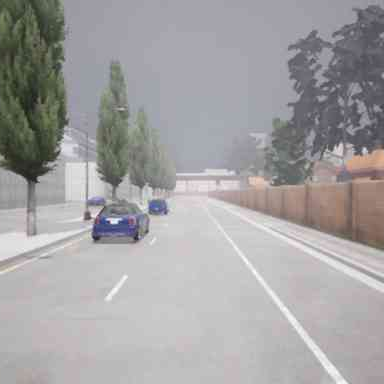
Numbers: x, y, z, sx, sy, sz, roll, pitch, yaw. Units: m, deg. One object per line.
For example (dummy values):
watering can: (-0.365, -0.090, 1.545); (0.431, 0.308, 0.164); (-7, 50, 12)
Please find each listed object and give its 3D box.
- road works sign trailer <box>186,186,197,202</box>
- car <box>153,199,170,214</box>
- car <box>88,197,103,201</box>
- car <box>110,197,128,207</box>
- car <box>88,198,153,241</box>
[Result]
road works sign trailer: (0.004, 0.412, 72.859); (2.380, 3.560, 2.880); (0, 0, 0)
car: (-3.398, 1.453, 34.502); (1.882, 1.535, 5.008); (0, 0, 0)
car: (-14.997, 1.467, 52.626); (1.882, 1.535, 5.008); (0, 0, 0)
car: (-11.497, 1.572, 52.626); (1.994, 1.385, 4.181); (0, 0, 0)
car: (-3.399, 1.340, 16.628); (2.097, 1.767, 4.553); (0, 0, 0)
